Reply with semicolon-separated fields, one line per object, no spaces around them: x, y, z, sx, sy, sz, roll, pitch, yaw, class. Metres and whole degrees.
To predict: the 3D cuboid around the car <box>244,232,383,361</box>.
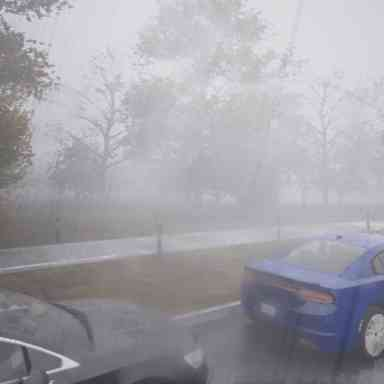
3.160;1.480;5.979;5.008;1.535;2.097;0;0;-32;car

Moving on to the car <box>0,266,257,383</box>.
-2.106;1.481;2.471;4.892;1.521;2.231;0;0;-34;car
